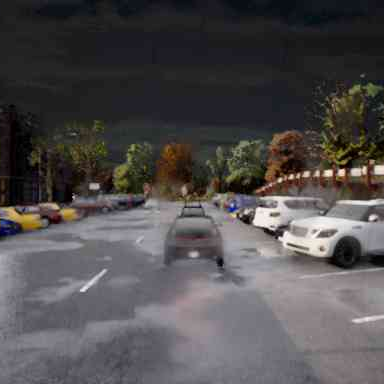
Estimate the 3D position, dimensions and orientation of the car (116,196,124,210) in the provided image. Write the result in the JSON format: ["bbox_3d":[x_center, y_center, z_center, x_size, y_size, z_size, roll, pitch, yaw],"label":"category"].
[{"bbox_3d":[-10.985,1.593,39.180,4.892,1.521,2.231,-1,0,-20],"label":"car"}]

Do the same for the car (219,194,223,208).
[{"bbox_3d":[5.924,1.465,38.664,4.553,1.767,2.185,1,0,-20],"label":"car"}]

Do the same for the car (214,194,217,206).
[{"bbox_3d":[6.005,1.488,47.735,4.553,1.767,2.185,1,0,-20],"label":"car"}]

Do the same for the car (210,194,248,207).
[{"bbox_3d":[6.000,1.376,53.794,5.566,2.045,2.435,1,0,-20],"label":"car"}]

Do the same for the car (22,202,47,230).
[{"bbox_3d":[-11.179,1.536,18.391,5.366,1.575,1.946,-1,0,-20],"label":"car"}]

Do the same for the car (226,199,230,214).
[{"bbox_3d":[5.773,1.553,26.509,5.366,1.575,1.946,1,0,-20],"label":"car"}]

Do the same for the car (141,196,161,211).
[{"bbox_3d":[-5.070,1.640,43.134,1.812,1.442,4.674,0,0,0],"label":"car"}]

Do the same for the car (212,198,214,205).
[{"bbox_3d":[5.956,1.369,50.734,5.566,2.045,2.435,1,0,-20],"label":"car"}]

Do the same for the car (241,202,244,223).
[{"bbox_3d":[5.926,1.543,20.539,4.892,1.521,2.231,1,0,-20],"label":"car"}]

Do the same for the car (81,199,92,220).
[{"bbox_3d":[-10.974,1.590,27.354,4.792,1.488,2.163,-1,0,-20],"label":"car"}]

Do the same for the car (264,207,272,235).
[{"bbox_3d":[5.905,1.555,14.475,4.792,1.488,2.163,1,0,-20],"label":"car"}]

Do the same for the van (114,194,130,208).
[{"bbox_3d":[-11.091,1.382,45.048,4.442,1.987,1.878,-1,0,-20],"label":"van"}]

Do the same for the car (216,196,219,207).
[{"bbox_3d":[5.971,1.599,41.684,4.892,1.521,2.231,1,0,-20],"label":"car"}]

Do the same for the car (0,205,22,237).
[{"bbox_3d":[-11.008,1.528,15.494,5.008,1.535,2.097,-1,0,-20],"label":"car"}]

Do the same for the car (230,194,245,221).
[{"bbox_3d":[5.914,1.299,23.547,5.566,2.045,2.435,1,0,-20],"label":"car"}]

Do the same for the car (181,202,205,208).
[{"bbox_3d":[0.089,1.569,28.534,2.128,1.511,4.902,0,0,0],"label":"car"}]

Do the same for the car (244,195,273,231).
[{"bbox_3d":[5.970,1.283,17.519,5.566,2.045,2.435,1,0,-20],"label":"car"}]

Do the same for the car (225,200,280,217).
[{"bbox_3d":[5.923,1.604,32.610,4.792,1.488,2.163,1,0,-20],"label":"car"}]

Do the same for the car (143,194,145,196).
[{"bbox_3d":[-10.948,1.376,53.984,5.566,2.045,2.435,-1,0,-20],"label":"car"}]

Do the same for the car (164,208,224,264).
[{"bbox_3d":[0.066,1.537,11.893,1.837,1.490,4.892,0,0,0],"label":"car"}]

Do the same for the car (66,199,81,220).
[{"bbox_3d":[-11.171,1.552,24.308,5.366,1.575,1.946,-1,0,-20],"label":"car"}]

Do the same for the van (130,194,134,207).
[{"bbox_3d":[-11.087,1.389,48.007,4.442,1.987,1.878,-1,0,-20],"label":"van"}]

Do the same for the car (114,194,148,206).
[{"bbox_3d":[-10.987,1.390,59.868,5.566,2.045,2.435,-1,0,-20],"label":"car"}]

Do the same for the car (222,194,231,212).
[{"bbox_3d":[5.980,1.316,29.610,5.566,2.045,2.435,1,0,-20],"label":"car"}]

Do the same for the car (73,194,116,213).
[{"bbox_3d":[-11.019,1.459,36.205,4.553,1.767,2.185,-1,0,-20],"label":"car"}]

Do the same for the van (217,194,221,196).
[{"bbox_3d":[6.078,1.381,44.752,4.442,1.987,1.878,1,0,-20],"label":"van"}]

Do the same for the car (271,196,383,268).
[{"bbox_3d":[5.908,1.266,11.452,5.566,2.045,2.435,1,0,-20],"label":"car"}]

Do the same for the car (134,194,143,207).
[{"bbox_3d":[-10.953,1.369,51.025,5.566,2.045,2.435,-1,0,-20],"label":"car"}]

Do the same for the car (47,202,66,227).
[{"bbox_3d":[-11.004,1.544,21.424,5.008,1.535,2.097,-1,0,-20],"label":"car"}]
